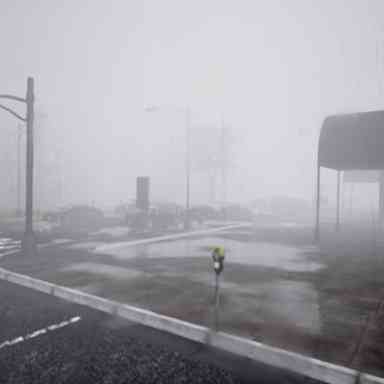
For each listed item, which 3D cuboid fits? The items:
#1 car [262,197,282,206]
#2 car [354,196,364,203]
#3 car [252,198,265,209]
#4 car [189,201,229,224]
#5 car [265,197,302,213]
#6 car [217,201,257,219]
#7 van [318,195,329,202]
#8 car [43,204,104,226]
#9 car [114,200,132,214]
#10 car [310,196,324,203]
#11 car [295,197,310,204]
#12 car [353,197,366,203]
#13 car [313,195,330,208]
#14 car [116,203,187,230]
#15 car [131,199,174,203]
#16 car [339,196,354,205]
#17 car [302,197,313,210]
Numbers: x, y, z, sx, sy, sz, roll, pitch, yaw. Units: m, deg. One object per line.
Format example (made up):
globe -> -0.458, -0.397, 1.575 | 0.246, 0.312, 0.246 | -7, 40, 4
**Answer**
car -> 14.157, 1.664, 58.884 | 1.752, 1.417, 4.829 | 1, 0, 36
car -> 37.444, 1.745, 76.433 | 2.192, 1.841, 5.009 | 1, 0, 36
car -> 9.514, 1.657, 48.076 | 1.812, 1.442, 4.674 | 1, 1, 37
car -> 0.776, 1.696, 26.286 | 1.947, 1.339, 4.313 | 1, 0, 36
car -> 11.228, 1.529, 40.591 | 2.192, 1.841, 5.009 | 1, 0, 36
car -> 4.019, 1.738, 30.704 | 1.802, 1.307, 4.206 | 1, 0, 36
van -> 33.974, 1.644, 85.866 | 1.690, 1.788, 3.998 | 1, 0, 36
car -> -8.390, 1.550, 23.799 | 1.994, 1.385, 4.181 | 1, 1, 36
car -> -5.557, 1.416, 32.252 | 1.967, 1.590, 4.097 | 1, 0, 36
car -> 30.585, 1.800, 81.255 | 1.752, 1.417, 4.829 | 1, 0, 36
car -> 24.115, 1.787, 72.443 | 1.947, 1.339, 4.313 | 1, 0, 36
car -> 40.726, 2.008, 80.908 | 2.008, 1.369, 4.403 | 1, 0, 36
car -> 21.014, 1.733, 54.062 | 1.967, 1.590, 4.097 | 1, 0, 36
car -> -2.468, 1.655, 21.868 | 2.008, 1.369, 4.403 | 1, 0, 36
car -> -2.842, 1.578, 31.350 | 2.033, 1.411, 5.357 | 1, 1, 36
car -> 30.970, 1.901, 67.622 | 1.752, 1.417, 4.829 | 1, 0, 36
car -> 14.485, 1.680, 45.085 | 1.967, 1.590, 4.097 | 1, 0, 36
